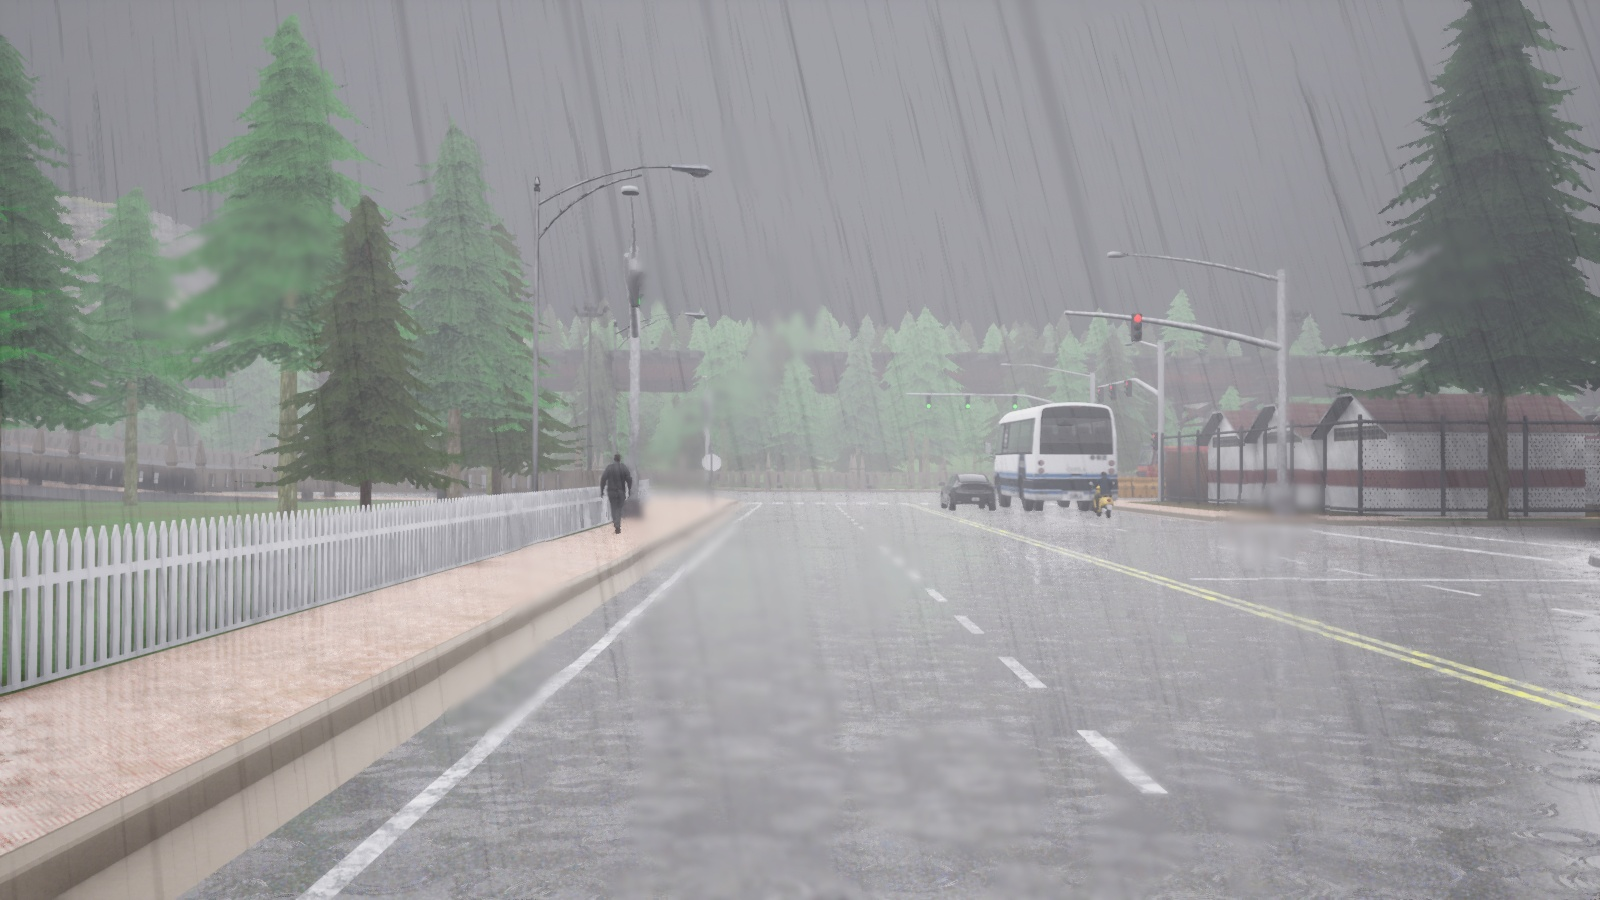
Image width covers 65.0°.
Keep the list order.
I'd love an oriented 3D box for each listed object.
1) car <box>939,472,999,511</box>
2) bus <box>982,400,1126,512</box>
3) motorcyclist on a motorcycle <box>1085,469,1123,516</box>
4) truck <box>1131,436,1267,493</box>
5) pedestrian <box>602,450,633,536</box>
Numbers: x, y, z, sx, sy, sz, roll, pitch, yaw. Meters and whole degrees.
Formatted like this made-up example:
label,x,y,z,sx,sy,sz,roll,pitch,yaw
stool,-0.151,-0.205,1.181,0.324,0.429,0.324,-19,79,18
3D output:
label,x,y,z,sx,sy,sz,roll,pitch,yaw
car,6.934,1.664,52.006,1.837,1.490,4.892,0,-1,0
bus,10.426,0.284,52.950,3.944,4.253,10.273,0,0,0
motorcyclist on a motorcycle,10.445,1.451,43.218,0.866,1.590,1.817,0,-1,0
truck,27.591,0.997,87.012,8.468,3.827,2.891,0,-1,-2
pedestrian,-4.055,0.958,27.997,0.563,1.883,0.849,0,-1,0
